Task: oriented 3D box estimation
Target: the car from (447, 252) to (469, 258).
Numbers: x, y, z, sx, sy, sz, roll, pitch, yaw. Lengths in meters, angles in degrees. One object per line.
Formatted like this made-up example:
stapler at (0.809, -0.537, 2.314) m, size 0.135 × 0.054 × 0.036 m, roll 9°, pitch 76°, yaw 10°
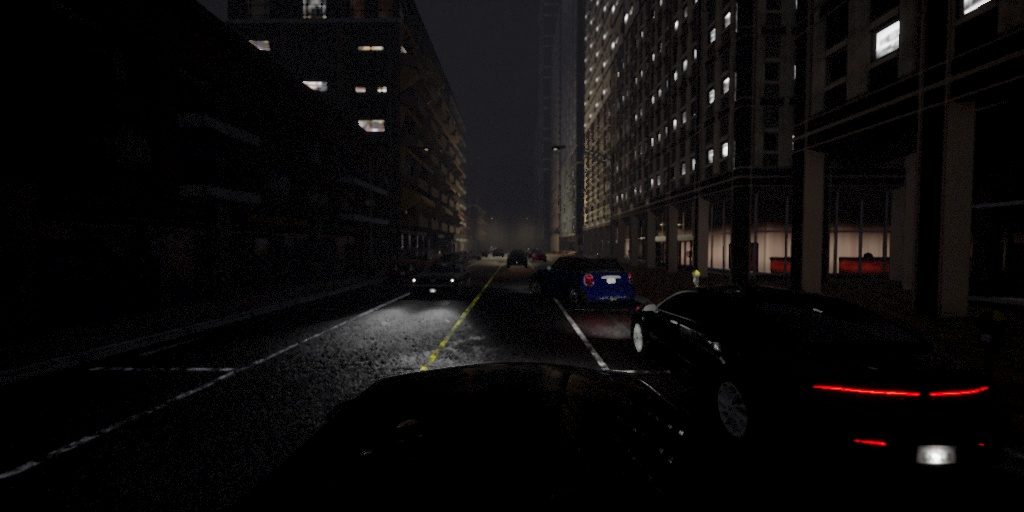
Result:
car at (-5.303, 0.396, 31.833) m, size 1.948 × 1.339 × 4.313 m, roll 0°, pitch 0°, yaw 1°

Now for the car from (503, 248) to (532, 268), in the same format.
car at (0.498, 0.271, 33.685) m, size 2.128 × 1.511 × 4.902 m, roll 0°, pitch 2°, yaw 1°

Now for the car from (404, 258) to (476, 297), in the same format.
car at (-2.924, 0.925, 15.570) m, size 1.895 × 1.301 × 4.718 m, roll 0°, pitch 2°, yaw 1°

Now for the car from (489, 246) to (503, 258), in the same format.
car at (-2.243, -0.509, 60.150) m, size 1.882 × 1.535 × 5.008 m, roll 0°, pitch 2°, yaw 1°

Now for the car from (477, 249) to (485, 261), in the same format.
car at (-5.084, -0.153, 48.599) m, size 1.751 × 1.417 × 4.829 m, roll 0°, pitch 0°, yaw 1°

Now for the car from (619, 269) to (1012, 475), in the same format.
car at (3.186, 1.153, 5.079) m, size 1.837 × 1.490 × 4.892 m, roll 0°, pitch 2°, yaw 1°

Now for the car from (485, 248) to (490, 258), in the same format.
car at (-4.935, -0.469, 60.061) m, size 1.888 × 1.381 × 4.507 m, roll 0°, pitch 0°, yaw 1°

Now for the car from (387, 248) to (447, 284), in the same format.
car at (-5.450, 0.486, 20.542) m, size 2.192 × 1.841 × 5.009 m, roll 0°, pitch 0°, yaw 1°

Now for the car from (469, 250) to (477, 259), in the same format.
car at (-5.229, 0.210, 37.478) m, size 2.007 × 1.370 × 4.403 m, roll 0°, pitch 0°, yaw 1°

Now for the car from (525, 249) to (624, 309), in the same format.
car at (2.408, 0.749, 13.340) m, size 2.097 × 1.767 × 4.553 m, roll -1°, pitch 2°, yaw -20°
